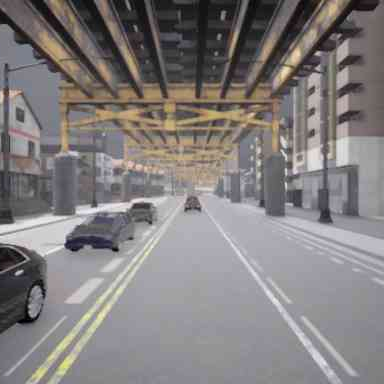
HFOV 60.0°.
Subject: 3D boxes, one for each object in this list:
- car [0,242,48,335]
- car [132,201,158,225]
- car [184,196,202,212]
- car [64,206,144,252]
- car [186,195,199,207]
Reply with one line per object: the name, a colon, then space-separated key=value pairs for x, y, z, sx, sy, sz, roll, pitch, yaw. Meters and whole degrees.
car: x=-3.599 y=1.502 z=4.358 sx=1.837 sy=1.490 sz=4.892 roll=0 pitch=0 yaw=0
car: x=-3.598 y=1.478 z=24.230 sx=1.837 sy=1.490 sz=4.892 roll=0 pitch=0 yaw=0
car: x=0.088 y=1.498 z=37.080 sx=1.895 sy=1.301 sz=4.718 roll=0 pitch=0 yaw=0
car: x=-3.600 y=1.540 z=14.210 sx=2.033 sy=1.411 sz=5.357 roll=0 pitch=0 yaw=0
car: x=0.072 y=1.260 z=48.268 sx=1.882 sy=1.535 sz=5.008 roll=0 pitch=1 yaw=0
